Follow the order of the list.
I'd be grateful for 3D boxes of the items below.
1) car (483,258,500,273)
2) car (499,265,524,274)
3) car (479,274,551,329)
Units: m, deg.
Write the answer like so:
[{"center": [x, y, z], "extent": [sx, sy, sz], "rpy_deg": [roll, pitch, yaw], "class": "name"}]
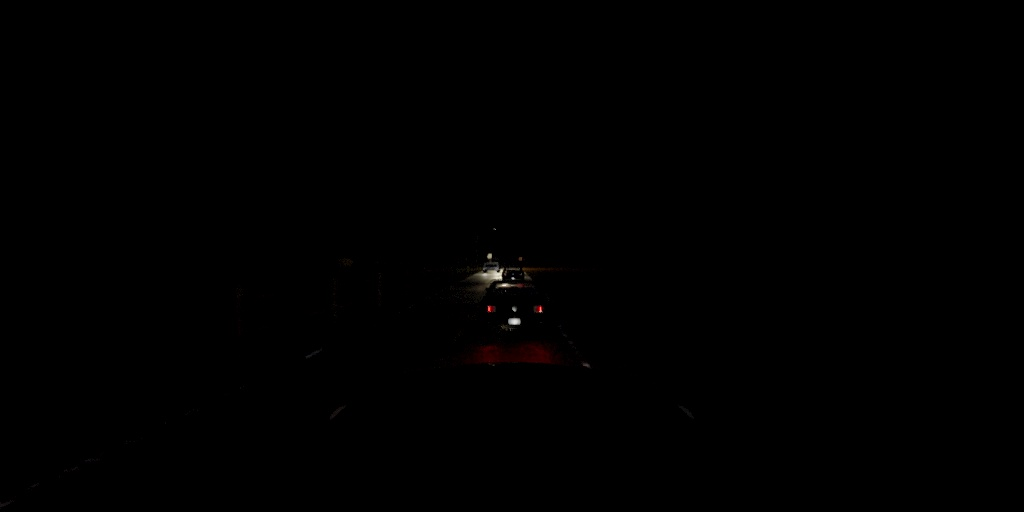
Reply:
[{"center": [-2.771, 1.291, 49.454], "extent": [2.150, 2.045, 5.566], "rpy_deg": [0, -1, 0], "class": "car"}, {"center": [0.086, 1.539, 31.211], "extent": [1.895, 1.301, 4.718], "rpy_deg": [0, 0, 0], "class": "car"}, {"center": [0.079, 1.409, 11.461], "extent": [1.895, 1.301, 4.718], "rpy_deg": [0, 0, 0], "class": "car"}]
